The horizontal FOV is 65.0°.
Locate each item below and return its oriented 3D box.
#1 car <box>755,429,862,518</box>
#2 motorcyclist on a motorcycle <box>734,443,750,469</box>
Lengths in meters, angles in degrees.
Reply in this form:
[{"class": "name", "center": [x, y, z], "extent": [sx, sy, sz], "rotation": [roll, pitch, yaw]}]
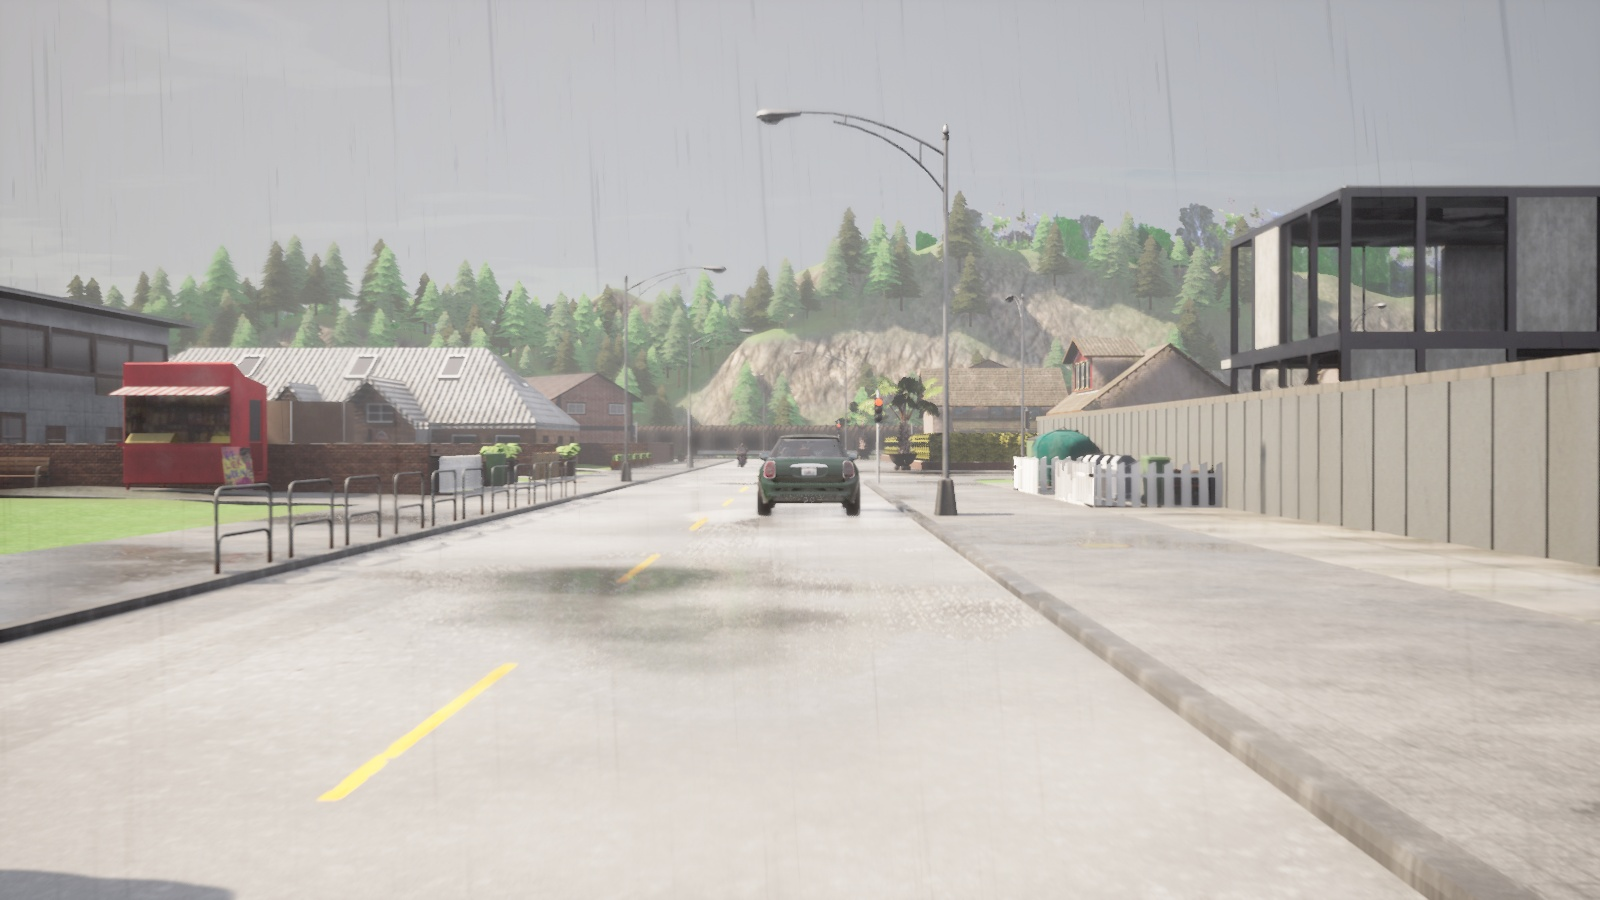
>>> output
[{"class": "car", "center": [0.183, 0.453, 27.029], "extent": [2.097, 1.767, 4.553], "rotation": [0, 0, 0]}, {"class": "motorcyclist on a motorcycle", "center": [-3.521, 0.348, 76.411], "extent": [0.866, 1.530, 2.191], "rotation": [0, 0, 0]}]
